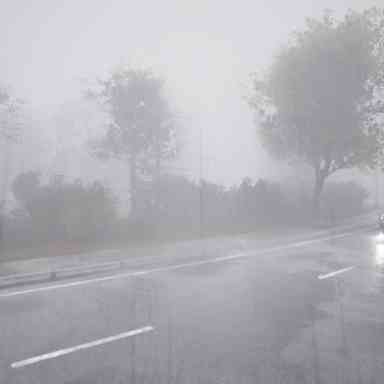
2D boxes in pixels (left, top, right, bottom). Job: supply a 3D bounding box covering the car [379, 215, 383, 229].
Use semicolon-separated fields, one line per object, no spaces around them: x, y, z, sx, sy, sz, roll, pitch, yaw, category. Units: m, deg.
13.435;1.680;21.208;1.895;1.301;4.718;0;0;42;car
